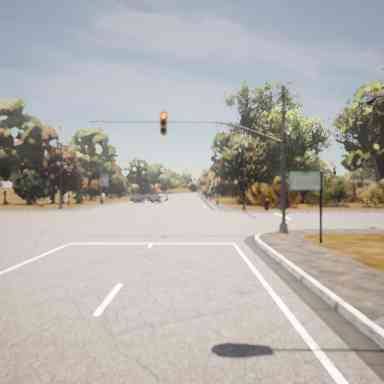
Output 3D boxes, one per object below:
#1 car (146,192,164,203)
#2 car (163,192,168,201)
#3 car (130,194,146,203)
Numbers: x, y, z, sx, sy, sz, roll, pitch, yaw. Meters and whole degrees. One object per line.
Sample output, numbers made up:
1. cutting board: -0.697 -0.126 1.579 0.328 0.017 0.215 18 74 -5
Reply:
1. car: -6.878 1.331 62.391 1.837 1.490 4.892 0 0 1
2. car: -6.799 0.962 77.849 2.150 2.045 5.566 0 0 0
3. car: -10.375 1.331 62.370 1.837 1.490 4.892 0 0 1
